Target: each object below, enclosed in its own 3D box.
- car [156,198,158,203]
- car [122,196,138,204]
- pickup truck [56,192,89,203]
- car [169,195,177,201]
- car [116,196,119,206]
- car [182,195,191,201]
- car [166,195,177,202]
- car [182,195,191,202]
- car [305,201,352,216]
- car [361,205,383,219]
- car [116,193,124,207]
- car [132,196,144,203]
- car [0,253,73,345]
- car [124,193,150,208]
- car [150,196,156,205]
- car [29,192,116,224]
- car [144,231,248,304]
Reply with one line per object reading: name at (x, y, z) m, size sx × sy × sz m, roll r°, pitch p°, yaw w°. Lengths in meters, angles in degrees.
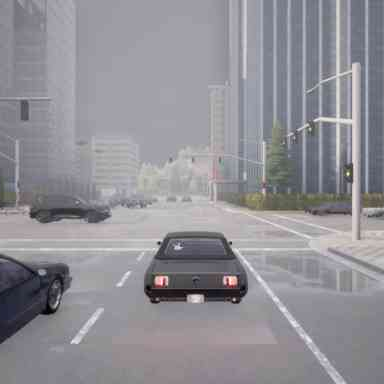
car at (-8.115, 1.563, 67.926) m, size 1.994 × 1.385 × 4.181 m, roll 0°, pitch 0°, yaw 0°
car at (-11.586, 1.491, 62.564) m, size 2.128 × 1.511 × 4.902 m, roll 0°, pitch 0°, yaw -1°
pickup truck at (-24.755, 1.058, 69.176) m, size 2.390 × 2.098 × 6.274 m, roll 0°, pitch 0°, yaw 30°
car at (-4.868, 1.523, 84.667) m, size 1.812 × 1.442 × 4.674 m, roll 0°, pitch 0°, yaw -1°
car at (-11.333, 1.563, 43.283) m, size 1.994 × 1.385 × 4.181 m, roll 0°, pitch 0°, yaw -1°
car at (-1.369, 1.539, 84.735) m, size 2.033 × 1.411 × 5.357 m, roll 0°, pitch 0°, yaw -1°
car at (-4.703, 1.500, 74.500) m, size 1.837 × 1.490 × 4.892 m, roll 0°, pitch 0°, yaw -1°
car at (-1.213, 1.552, 74.960) m, size 1.994 × 1.385 × 4.181 m, roll 0°, pitch 0°, yaw -1°
car at (13.590, 1.547, 31.520) m, size 5.357 × 1.411 × 2.033 m, roll 0°, pitch 0°, yaw -3°
car at (16.944, 1.600, 28.013) m, size 4.718 × 1.301 × 1.895 m, roll 0°, pitch 0°, yaw 0°
car at (-11.468, 1.221, 52.617) m, size 2.150 × 2.045 × 5.566 m, roll 0°, pitch 0°, yaw -1°
car at (-11.683, 1.545, 72.544) m, size 1.994 × 1.385 × 4.181 m, roll 0°, pitch 0°, yaw -1°
car at (-3.435, 1.547, 4.519) m, size 2.033 × 1.411 × 5.357 m, roll 0°, pitch 0°, yaw 0°
car at (-7.912, 1.221, 48.130) m, size 2.150 × 2.045 × 5.566 m, roll 0°, pitch 0°, yaw -1°
car at (-8.040, 1.351, 57.880) m, size 2.097 × 1.767 × 4.553 m, roll 0°, pitch 0°, yaw -1°
car at (-8.752, 1.220, 24.086) m, size 5.566 × 2.045 × 2.150 m, roll 0°, pitch 0°, yaw -1°
car at (0.068, 1.601, 8.115) m, size 1.895 × 1.301 × 4.718 m, roll 0°, pitch 0°, yaw 0°
